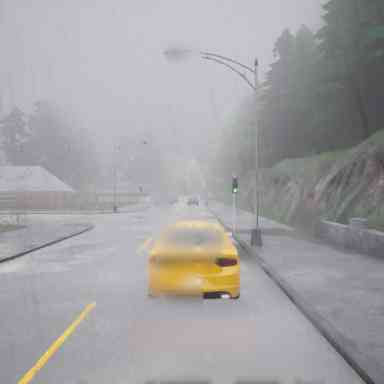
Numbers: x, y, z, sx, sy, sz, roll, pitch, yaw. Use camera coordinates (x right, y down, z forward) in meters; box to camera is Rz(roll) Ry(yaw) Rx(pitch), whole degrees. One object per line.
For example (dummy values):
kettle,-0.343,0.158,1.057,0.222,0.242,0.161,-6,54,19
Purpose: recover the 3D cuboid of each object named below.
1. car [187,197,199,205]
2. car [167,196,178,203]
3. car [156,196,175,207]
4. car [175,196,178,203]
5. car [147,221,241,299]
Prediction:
car,0.158,1.547,57.135,2.033,1.411,5.357,0,0,0
car,-3.938,1.564,68.785,1.994,1.385,4.181,0,0,1
car,-4.047,1.352,49.457,2.097,1.767,4.553,0,0,0
car,-4.020,1.564,58.776,1.994,1.385,4.181,0,0,0
car,0.061,1.478,8.490,1.882,1.535,5.008,0,0,1
